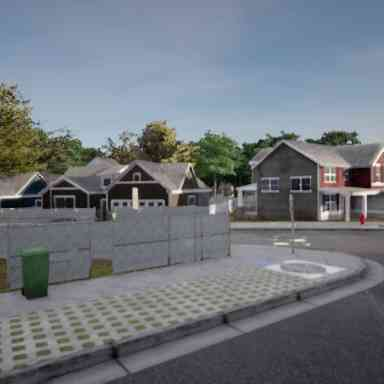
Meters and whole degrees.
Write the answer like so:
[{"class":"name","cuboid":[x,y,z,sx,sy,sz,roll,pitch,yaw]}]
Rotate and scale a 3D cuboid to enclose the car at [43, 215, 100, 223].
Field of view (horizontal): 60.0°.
[{"class":"car","cuboid":[-7.116,2.208,20.857,4.892,1.490,1.837,-2,0,18]}]
